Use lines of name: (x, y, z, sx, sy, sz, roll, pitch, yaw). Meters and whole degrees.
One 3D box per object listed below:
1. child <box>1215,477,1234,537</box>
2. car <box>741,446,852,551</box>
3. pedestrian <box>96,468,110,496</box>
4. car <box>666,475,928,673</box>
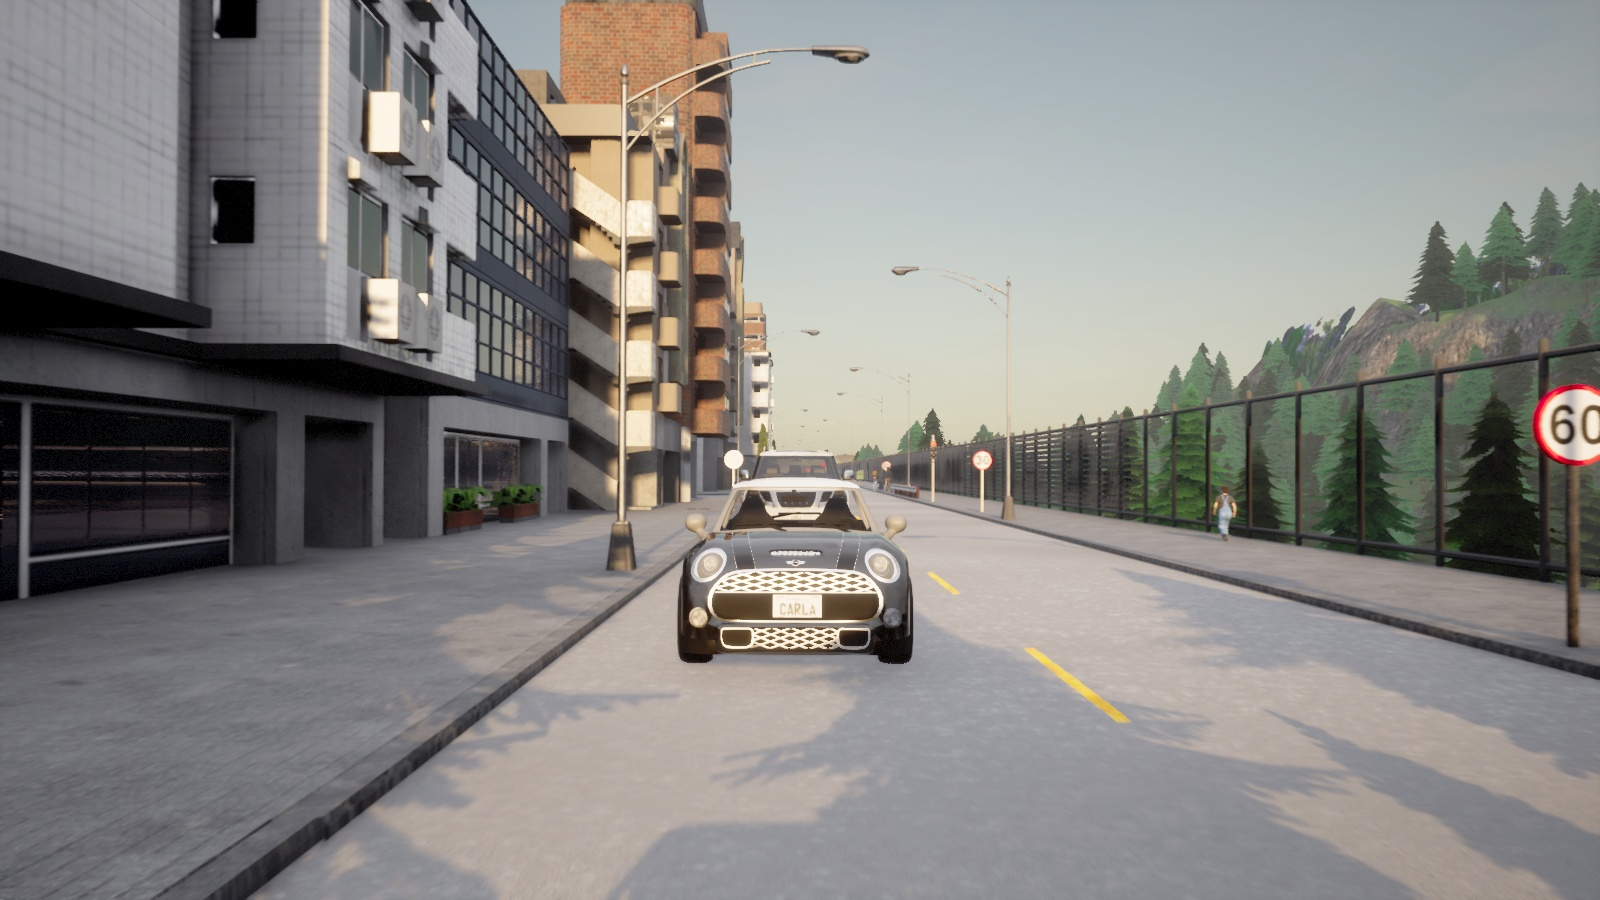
child: (9.102, 1.219, 26.937, 0.270, 1.263, 0.437, 0, -1, 2)
car: (-0.073, 0.992, 27.348, 2.150, 2.045, 5.566, 0, -1, 0)
pedestrian: (-46.004, 2.096, 82.902, 0.726, 1.835, 0.370, -1, -1, 19)
car: (-0.030, 0.971, 11.381, 1.970, 1.475, 3.806, 0, -1, 0)
